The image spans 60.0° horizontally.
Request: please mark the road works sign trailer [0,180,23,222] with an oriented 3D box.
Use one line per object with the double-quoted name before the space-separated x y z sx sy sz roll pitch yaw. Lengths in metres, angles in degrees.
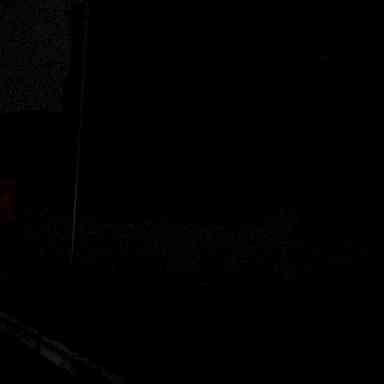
"road works sign trailer" -10.934 0.515 17.097 2.880 2.380 3.560 3 3 -7
